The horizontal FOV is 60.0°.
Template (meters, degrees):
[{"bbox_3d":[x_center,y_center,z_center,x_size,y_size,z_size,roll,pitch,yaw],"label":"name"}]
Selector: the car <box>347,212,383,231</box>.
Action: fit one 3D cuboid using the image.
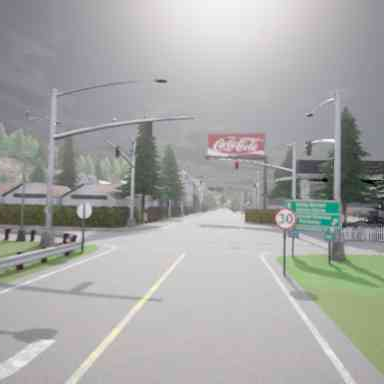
[{"bbox_3d":[17.765,3.360,34.132,3.866,1.878,1.905,1,-2,6],"label":"car"}]
